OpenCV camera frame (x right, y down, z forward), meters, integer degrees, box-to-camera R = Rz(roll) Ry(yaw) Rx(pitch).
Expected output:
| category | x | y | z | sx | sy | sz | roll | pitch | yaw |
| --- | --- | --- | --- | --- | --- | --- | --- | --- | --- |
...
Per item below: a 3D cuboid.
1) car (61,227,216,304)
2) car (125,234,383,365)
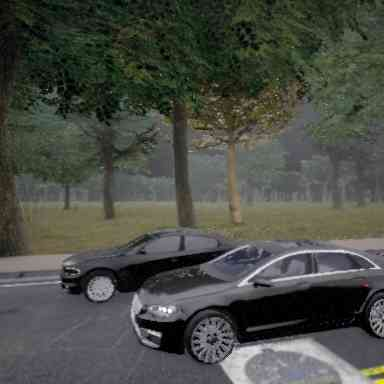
| category | x | y | z | sx | sy | sz | roll | pitch | yaw |
| --- | --- | --- | --- | --- | --- | --- | --- | --- | --- |
| car | -0.683 | 1.690 | 8.543 | 5.008 | 1.535 | 1.882 | 0 | -1 | -15 |
| car | 1.465 | 1.613 | 5.756 | 4.902 | 1.511 | 2.128 | 0 | -1 | -15 |
